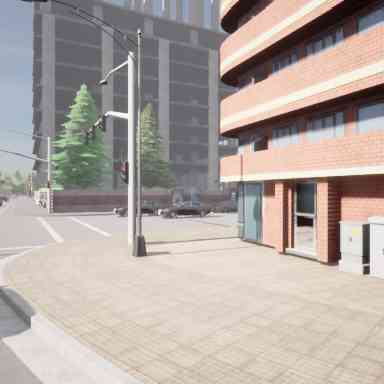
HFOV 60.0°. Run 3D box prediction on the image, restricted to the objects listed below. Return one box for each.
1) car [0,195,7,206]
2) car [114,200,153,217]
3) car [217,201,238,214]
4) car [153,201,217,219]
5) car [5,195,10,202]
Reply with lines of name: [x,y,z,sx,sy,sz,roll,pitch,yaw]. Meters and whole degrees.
car: [-30.967,1.600,52.713,1.895,1.301,4.718,0,0,-27]
car: [-4.933,1.547,31.598,4.902,1.511,2.128,0,0,-27]
car: [3.925,1.618,36.023,4.181,1.385,1.994,0,0,-27]
car: [-0.631,1.547,29.835,4.902,1.511,2.128,0,0,-27]
car: [-42.393,1.500,74.969,1.837,1.490,4.892,0,0,-27]
